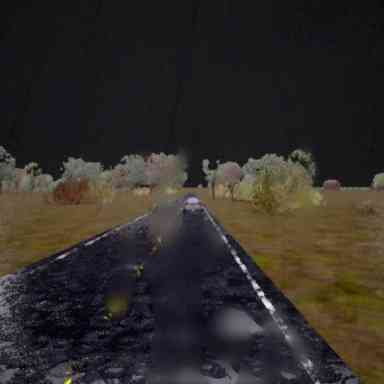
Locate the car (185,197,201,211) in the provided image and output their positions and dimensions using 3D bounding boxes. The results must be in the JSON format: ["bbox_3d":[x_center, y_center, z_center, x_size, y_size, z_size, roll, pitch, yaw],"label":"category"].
[{"bbox_3d":[0.116,1.413,41.682,1.882,1.535,5.008,0,0,0],"label":"car"}]

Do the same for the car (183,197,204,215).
[{"bbox_3d":[0.119,1.444,32.852,2.128,1.511,4.902,0,0,1],"label":"car"}]

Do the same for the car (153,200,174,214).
[{"bbox_3d":[-2.917,1.549,34.300,1.895,1.301,4.718,0,0,0],"label":"car"}]
